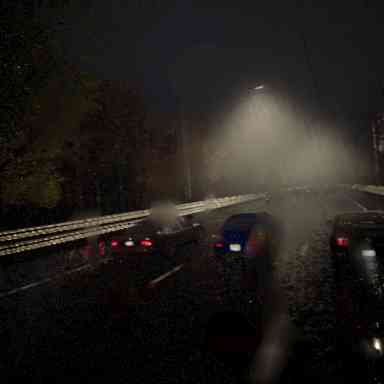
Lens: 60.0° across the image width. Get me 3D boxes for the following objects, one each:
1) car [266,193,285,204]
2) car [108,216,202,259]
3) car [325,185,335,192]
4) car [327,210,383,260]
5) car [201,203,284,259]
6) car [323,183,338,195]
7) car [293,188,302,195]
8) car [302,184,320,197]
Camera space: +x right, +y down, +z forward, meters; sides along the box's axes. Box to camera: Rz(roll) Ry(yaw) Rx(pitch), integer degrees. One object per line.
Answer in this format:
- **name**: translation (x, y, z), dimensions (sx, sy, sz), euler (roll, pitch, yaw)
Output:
- **car**: translation (10.490, 0.886, 42.067), dimensions (1.812, 1.442, 4.674), euler (-4, 0, 22)
- **car**: translation (-1.115, 1.684, 13.257), dimensions (2.033, 1.411, 5.357), euler (-4, 0, 22)
- **car**: translation (36.500, -0.968, 87.952), dimensions (2.128, 1.511, 4.902), euler (-4, 0, 22)
- **car**: translation (5.363, 1.238, 10.640), dimensions (1.895, 1.301, 4.718), euler (-4, 0, 22)
- **car**: translation (2.120, 1.413, 11.949), dimensions (1.812, 1.442, 4.674), euler (-4, 0, 22)
- **car**: translation (27.468, -0.504, 65.561), dimensions (2.097, 1.767, 4.553), euler (-4, 0, 22)
- **car**: translation (23.948, -0.088, 75.485), dimensions (1.882, 1.535, 5.008), euler (-4, 0, 22)
- **car**: translation (21.887, -0.095, 61.051), dimensions (2.097, 1.767, 4.553), euler (-4, 0, 22)
